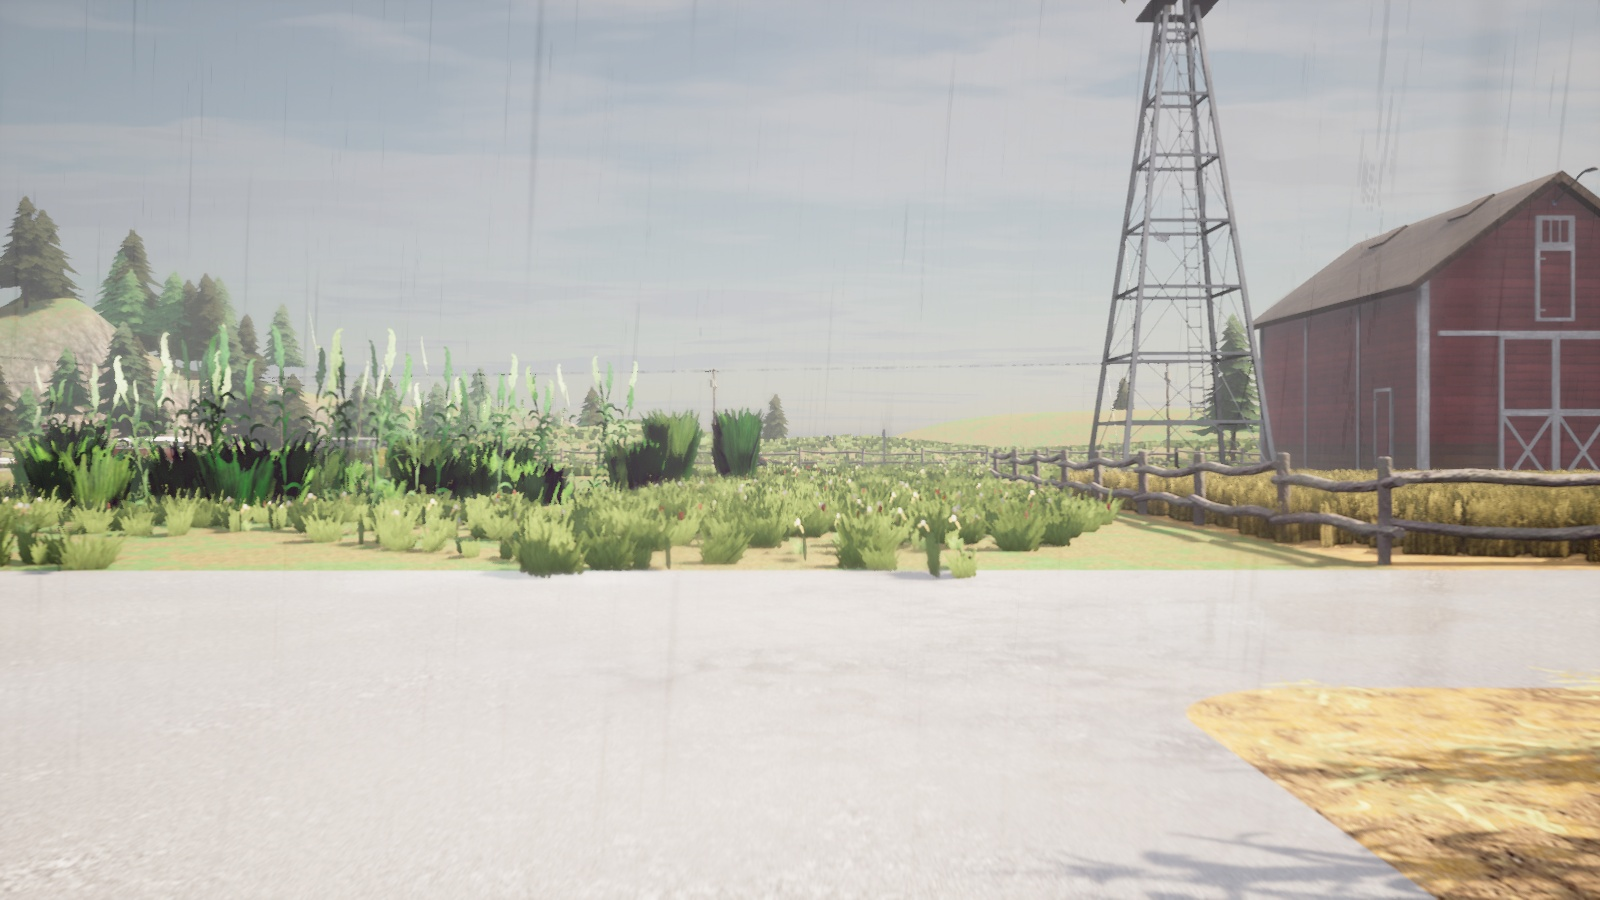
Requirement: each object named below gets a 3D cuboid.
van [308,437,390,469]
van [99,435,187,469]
[{"bbox_3d":[-27.833,0.175,77.518,4.442,1.987,1.775,0,0,6],"label":"van"},{"bbox_3d":[-40.772,0.133,78.026,4.480,2.038,2.069,0,-1,-11],"label":"van"}]
